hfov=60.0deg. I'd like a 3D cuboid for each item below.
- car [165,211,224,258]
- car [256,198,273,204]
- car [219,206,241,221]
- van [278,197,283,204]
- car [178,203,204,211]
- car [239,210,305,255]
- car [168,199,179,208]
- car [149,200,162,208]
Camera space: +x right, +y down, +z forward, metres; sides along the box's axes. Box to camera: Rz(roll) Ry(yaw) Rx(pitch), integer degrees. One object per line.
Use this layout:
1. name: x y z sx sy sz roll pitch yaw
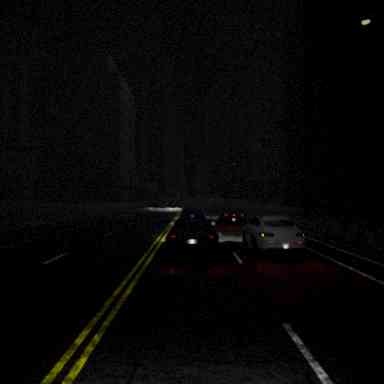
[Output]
1. car: 0.031 1.699 13.450 1.994 1.385 4.181 0 0 1
2. car: 19.194 2.382 87.965 4.403 1.369 2.008 0 -1 0
3. car: 3.288 1.882 28.213 1.895 1.301 4.718 0 -1 0
4. van: 24.812 2.161 87.939 3.998 1.788 1.690 0 -1 0
5. car: 0.051 1.768 29.219 1.882 1.535 5.008 0 0 1
6. car: 3.286 1.664 13.875 1.812 1.442 4.674 0 0 1
7. car: -3.258 2.089 60.456 2.128 1.511 4.902 0 0 1
8. car: -6.502 2.142 60.090 2.033 1.411 5.357 0 -1 1
